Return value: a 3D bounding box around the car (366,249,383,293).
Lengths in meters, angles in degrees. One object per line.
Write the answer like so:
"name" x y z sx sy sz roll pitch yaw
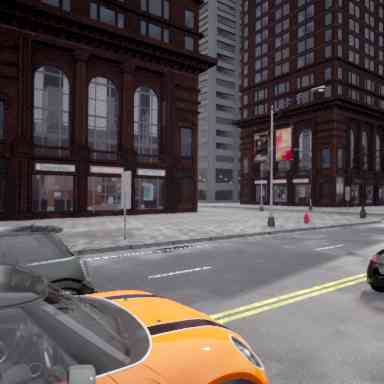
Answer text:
"car" 5.903 1.574 7.670 4.181 1.385 1.994 0 0 -35

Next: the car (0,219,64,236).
"car" -3.866 1.351 4.917 4.553 1.767 2.097 0 0 -36

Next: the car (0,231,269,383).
"car" -1.525 1.352 2.351 4.553 1.767 2.097 0 0 -36
